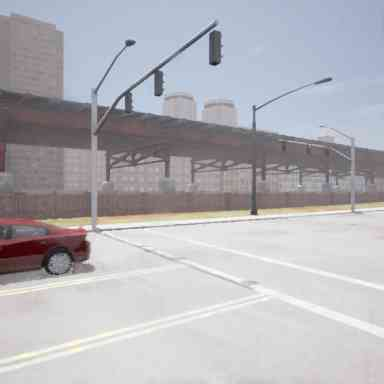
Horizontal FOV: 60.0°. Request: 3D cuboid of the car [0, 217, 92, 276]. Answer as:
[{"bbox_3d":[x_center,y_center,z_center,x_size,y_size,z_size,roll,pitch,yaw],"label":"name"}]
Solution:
[{"bbox_3d":[-5.269,1.477,8.849,5.008,1.535,1.882,0,0,-35],"label":"car"}]
